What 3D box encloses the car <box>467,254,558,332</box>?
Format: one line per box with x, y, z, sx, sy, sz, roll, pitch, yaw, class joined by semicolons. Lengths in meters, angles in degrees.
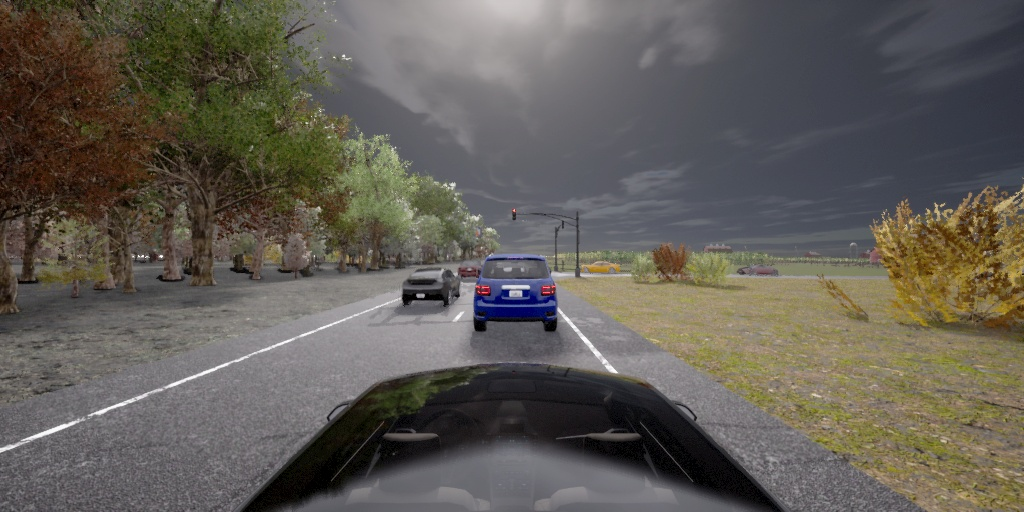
0.089;0.974;11.054;2.150;2.045;5.566;0;0;0;car

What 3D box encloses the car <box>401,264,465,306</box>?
-3.420;1.257;15.842;1.837;1.490;4.892;0;0;0;car

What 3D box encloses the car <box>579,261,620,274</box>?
10.685;1.411;44.014;5.008;1.535;1.882;0;-1;8;car

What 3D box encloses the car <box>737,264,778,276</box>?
29.683;1.696;43.442;4.181;1.385;1.994;1;-1;0;car

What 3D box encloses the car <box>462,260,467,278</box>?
-3.443;1.107;31.260;2.097;1.767;4.553;0;0;0;car
